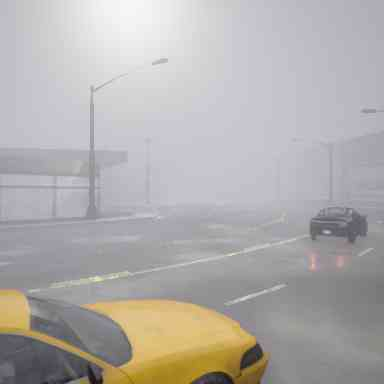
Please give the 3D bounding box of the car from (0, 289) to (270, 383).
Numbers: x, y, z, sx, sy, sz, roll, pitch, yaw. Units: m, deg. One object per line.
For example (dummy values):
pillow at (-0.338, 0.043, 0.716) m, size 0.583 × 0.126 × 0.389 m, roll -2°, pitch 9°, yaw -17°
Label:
car at (-1.693, 1.456, 2.533) m, size 5.366 × 1.575 × 1.801 m, roll 0°, pitch 0°, yaw -36°

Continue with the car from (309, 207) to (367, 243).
car at (7.180, 1.495, 16.113) m, size 2.128 × 1.511 × 4.902 m, roll 0°, pitch 0°, yaw 36°
